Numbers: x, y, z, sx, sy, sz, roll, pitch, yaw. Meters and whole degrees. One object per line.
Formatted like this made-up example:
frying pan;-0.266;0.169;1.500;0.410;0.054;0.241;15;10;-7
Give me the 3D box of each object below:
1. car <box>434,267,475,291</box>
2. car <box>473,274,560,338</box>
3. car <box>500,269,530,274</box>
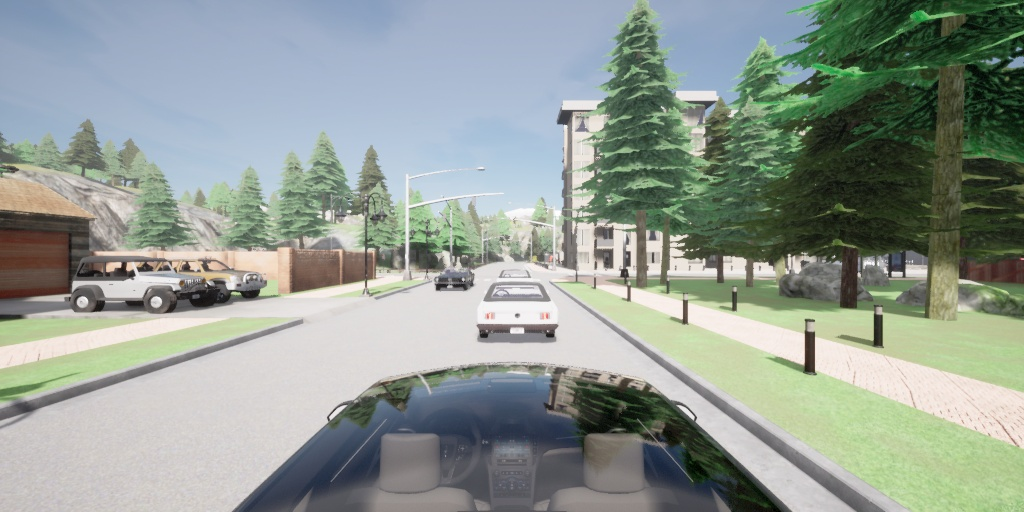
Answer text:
car;-3.431;1.381;22.067;1.895;1.301;4.718;0;0;0
car;0.130;1.351;10.126;1.895;1.301;4.718;0;0;0
car;0.159;1.351;19.294;1.895;1.301;4.718;0;0;0
